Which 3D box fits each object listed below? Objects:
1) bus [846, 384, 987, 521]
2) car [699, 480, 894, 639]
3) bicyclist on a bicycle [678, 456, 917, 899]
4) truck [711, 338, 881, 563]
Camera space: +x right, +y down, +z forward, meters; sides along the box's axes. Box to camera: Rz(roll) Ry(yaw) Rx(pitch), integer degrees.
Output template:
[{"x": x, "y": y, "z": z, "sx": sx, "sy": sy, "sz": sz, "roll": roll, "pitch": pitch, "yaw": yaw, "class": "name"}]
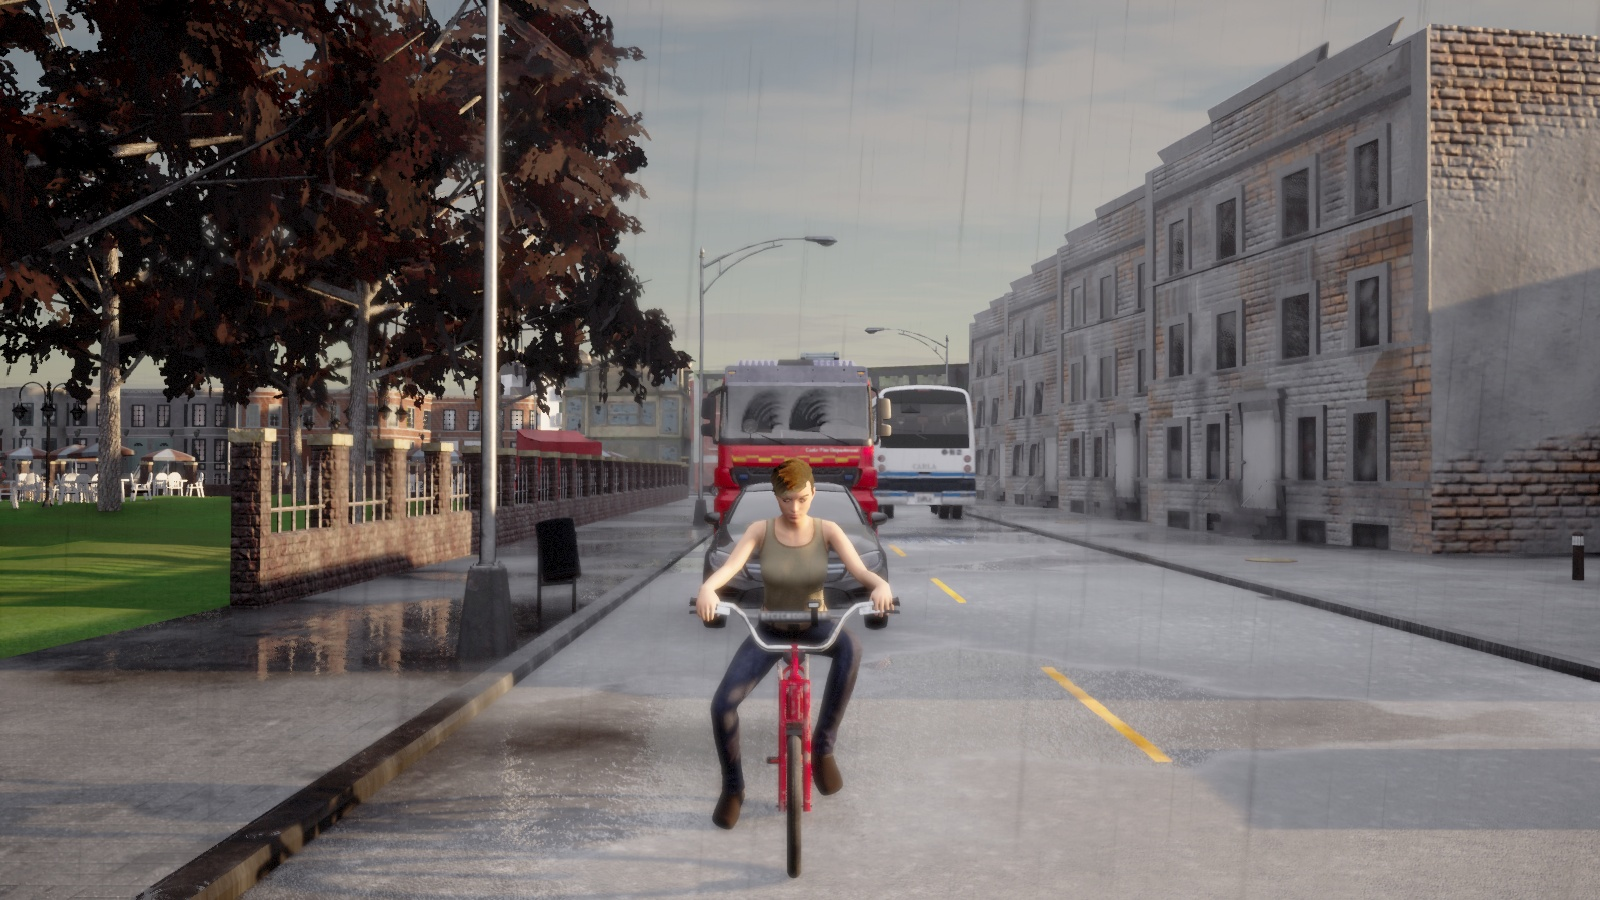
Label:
[{"x": 3.834, "y": 0.166, "z": 44.385, "sx": 3.944, "sy": 4.253, "sz": 10.273, "roll": 0, "pitch": -1, "yaw": 0, "class": "bus"}, {"x": -0.041, "y": 1.076, "z": 14.025, "sx": 1.812, "sy": 1.442, "sz": 4.674, "roll": 0, "pitch": -1, "yaw": 0, "class": "car"}, {"x": -0.018, "y": 0.841, "z": 5.330, "sx": 0.866, "sy": 1.612, "sz": 1.509, "roll": 0, "pitch": -1, "yaw": -1, "class": "bicyclist on a bicycle"}, {"x": -0.086, "y": 0.079, "z": 25.617, "sx": 2.891, "sy": 3.827, "sz": 8.468, "roll": 0, "pitch": -1, "yaw": 0, "class": "truck"}]
